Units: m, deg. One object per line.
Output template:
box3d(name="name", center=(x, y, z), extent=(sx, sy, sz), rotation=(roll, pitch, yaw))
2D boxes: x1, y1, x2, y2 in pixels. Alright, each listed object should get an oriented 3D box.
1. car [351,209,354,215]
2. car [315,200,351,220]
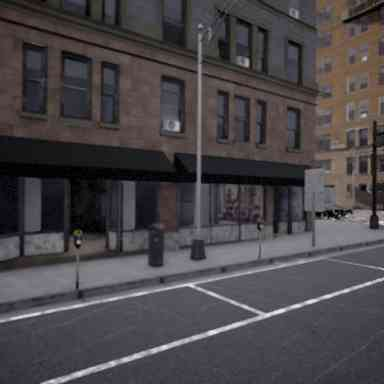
box3d(name="car", center=(11.707, 1.456, 30.152), extent=(2.033, 1.411, 5.357), rotation=(1, 0, -35))
box3d(name="car", center=(9.947, 1.483, 26.997), extent=(1.895, 1.301, 4.718), rotation=(1, 0, -35))
